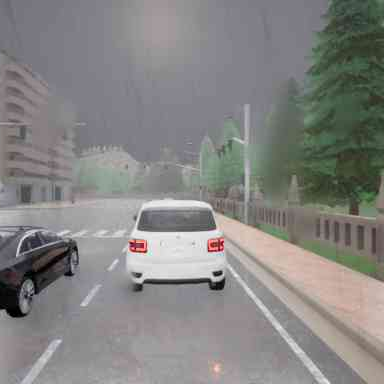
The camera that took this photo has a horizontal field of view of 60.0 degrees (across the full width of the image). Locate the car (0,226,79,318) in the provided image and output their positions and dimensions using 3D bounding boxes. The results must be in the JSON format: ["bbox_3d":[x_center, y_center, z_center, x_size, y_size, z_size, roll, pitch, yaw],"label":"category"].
[{"bbox_3d":[-3.958,1.492,7.355,2.128,1.511,4.902,0,0,-3],"label":"car"}]

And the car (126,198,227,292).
[{"bbox_3d":[-0.464,1.221,9.130,2.150,2.045,5.566,0,0,-4],"label":"car"}]

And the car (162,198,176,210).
[{"bbox_3d":[-3.096,1.526,44.370,1.812,1.442,4.674,0,0,-4],"label":"car"}]
